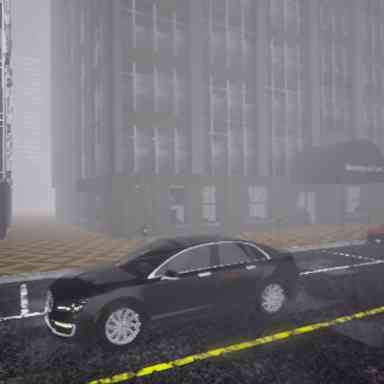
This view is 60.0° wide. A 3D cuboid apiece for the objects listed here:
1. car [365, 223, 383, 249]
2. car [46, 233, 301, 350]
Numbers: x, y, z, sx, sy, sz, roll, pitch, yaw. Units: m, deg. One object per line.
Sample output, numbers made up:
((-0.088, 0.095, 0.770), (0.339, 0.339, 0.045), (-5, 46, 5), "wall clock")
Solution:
((9.418, 1.720, 14.344), (4.507, 1.381, 1.887), (0, -1, -28), "car")
((-0.137, 1.603, 6.372), (4.892, 1.490, 1.837), (0, -1, -28), "car")
